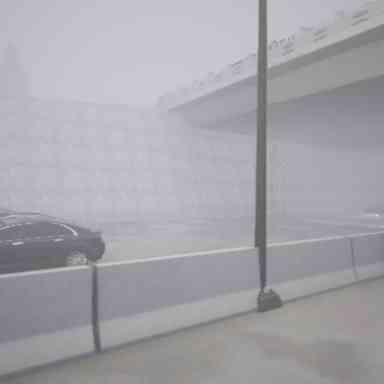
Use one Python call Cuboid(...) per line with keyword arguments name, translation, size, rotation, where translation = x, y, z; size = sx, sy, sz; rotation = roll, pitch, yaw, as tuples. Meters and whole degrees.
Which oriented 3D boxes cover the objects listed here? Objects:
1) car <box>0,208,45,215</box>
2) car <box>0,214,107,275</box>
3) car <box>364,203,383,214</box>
Cuboid(name="car", translation=(-6.635, 1.490, 12.146), size=(4.902, 1.511, 2.128), rotation=(1, 0, -35))
Cuboid(name="car", translation=(-4.845, 1.505, 9.129), size=(4.892, 1.490, 1.837), rotation=(1, 0, -35))
Cuboid(name="car", translation=(23.370, 2.048, 41.641), size=(4.181, 1.385, 1.994), rotation=(1, 0, -35))
